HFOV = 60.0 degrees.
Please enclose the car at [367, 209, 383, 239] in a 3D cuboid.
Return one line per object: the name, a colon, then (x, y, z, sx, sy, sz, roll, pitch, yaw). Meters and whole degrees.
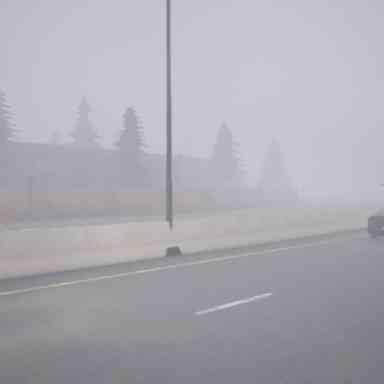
car: (10.122, 1.389, 15.638, 5.008, 1.535, 1.882, 0, 0, -39)
